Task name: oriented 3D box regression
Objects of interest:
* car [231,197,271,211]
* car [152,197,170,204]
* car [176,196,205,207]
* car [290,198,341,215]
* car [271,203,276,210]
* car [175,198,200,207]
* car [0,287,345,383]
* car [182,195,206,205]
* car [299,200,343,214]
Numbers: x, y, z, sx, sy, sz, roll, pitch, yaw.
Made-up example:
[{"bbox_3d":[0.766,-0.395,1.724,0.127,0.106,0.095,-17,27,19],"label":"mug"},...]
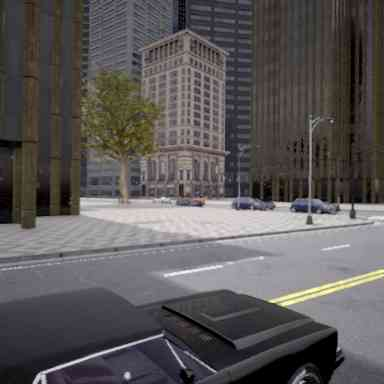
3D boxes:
[{"bbox_3d":[7.159,1.441,41.890,2.097,1.767,4.553,1,-1,-39],"label":"car"},{"bbox_3d":[-6.587,1.734,71.952,1.812,1.442,4.674,1,-1,-45],"label":"car"},{"bbox_3d":[-0.150,1.646,50.519,1.994,1.385,4.181,1,-1,-42],"label":"car"},{"bbox_3d":[12.667,1.443,34.971,2.097,1.767,4.553,1,-1,-37],"label":"car"},{"bbox_3d":[9.021,1.641,44.752,1.837,1.490,4.892,1,-1,-40],"label":"car"},{"bbox_3d":[-0.831,1.689,56.201,1.994,1.385,4.181,1,-1,-42],"label":"car"},{"bbox_3d":[-0.722,1.606,2.925,4.718,1.301,1.895,0,0,-36],"label":"car"},{"bbox_3d":[0.367,1.570,64.761,2.097,1.767,4.553,1,-1,-43],"label":"car"},{"bbox_3d":[14.596,1.702,37.809,1.994,1.385,4.181,1,-1,-38],"label":"car"}]
